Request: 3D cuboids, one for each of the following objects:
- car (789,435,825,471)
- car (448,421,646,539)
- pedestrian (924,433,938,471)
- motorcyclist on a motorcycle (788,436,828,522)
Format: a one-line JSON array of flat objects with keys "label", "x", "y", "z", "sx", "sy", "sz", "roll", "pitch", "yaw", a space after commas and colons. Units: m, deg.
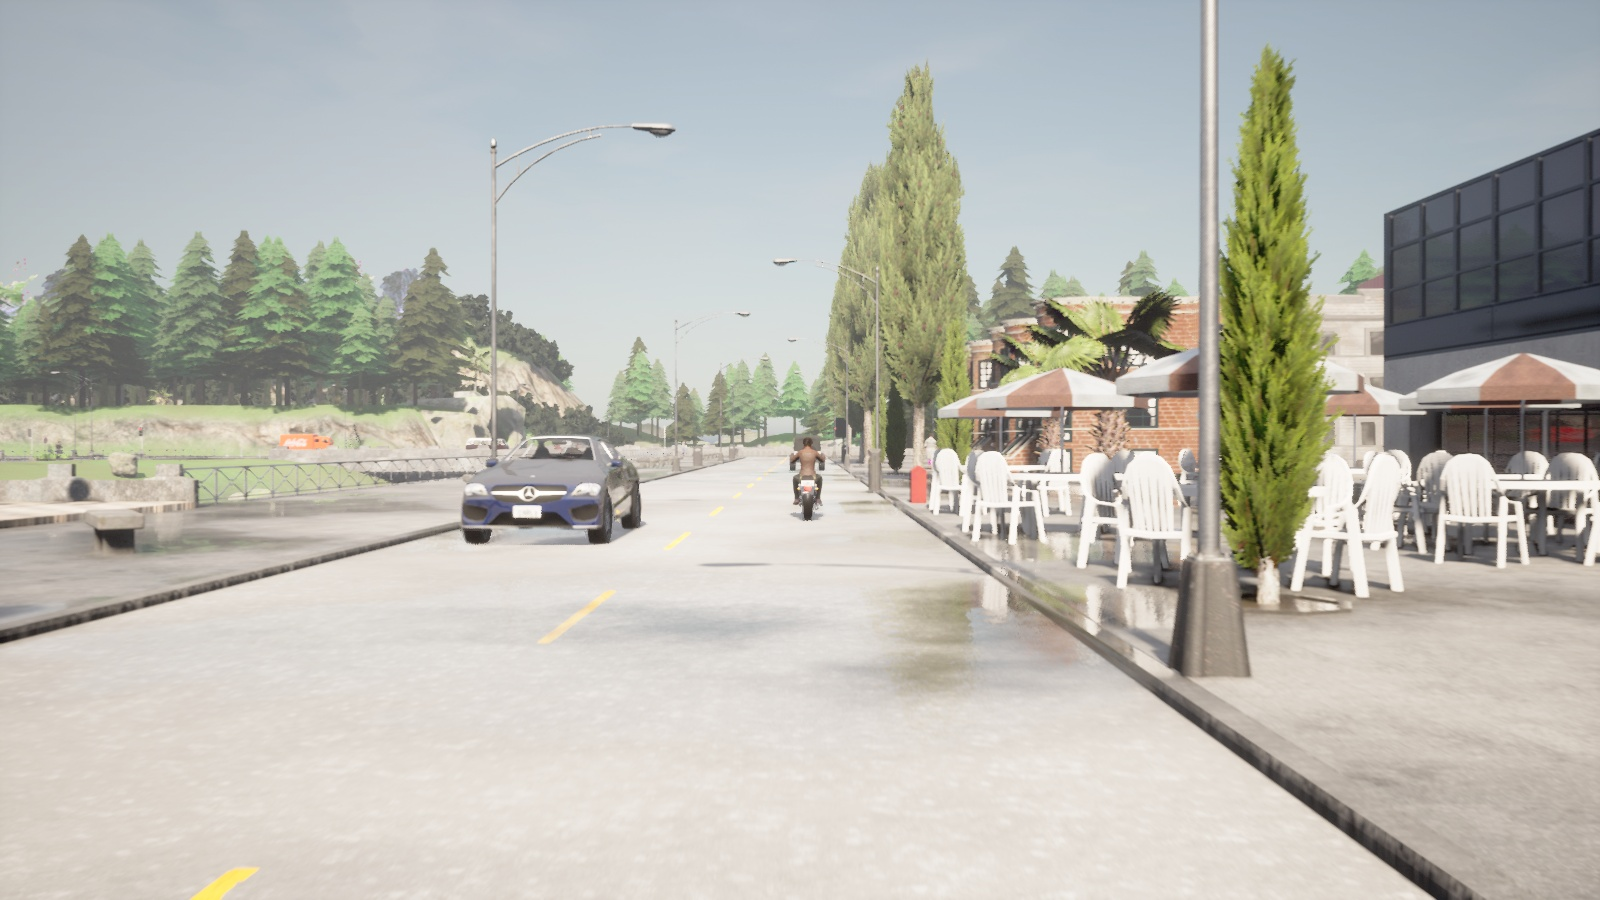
[{"label": "car", "x": 0.397, "y": 0.154, "z": 68.953, "sx": 1.905, "sy": 1.878, "sz": 3.866, "roll": 0, "pitch": 0, "yaw": 0}, {"label": "car", "x": -3.872, "y": 0.408, "z": 20.227, "sx": 2.152, "sy": 1.651, "sz": 5.027, "roll": 0, "pitch": 0, "yaw": 0}, {"label": "pedestrian", "x": 6.872, "y": 0.094, "z": 65.900, "sx": 0.659, "sy": 1.952, "sz": 0.873, "roll": 0, "pitch": 0, "yaw": 9}, {"label": "motorcyclist on a motorcycle", "x": 0.155, "y": 0.555, "z": 25.177, "sx": 0.766, "sy": 1.649, "sz": 2.350, "roll": 0, "pitch": 0, "yaw": 0}]
